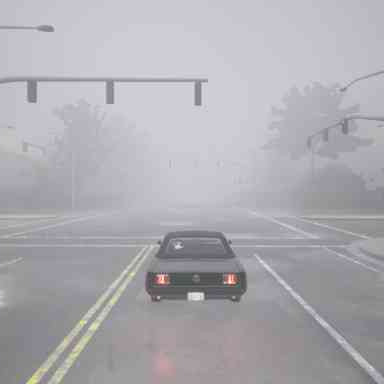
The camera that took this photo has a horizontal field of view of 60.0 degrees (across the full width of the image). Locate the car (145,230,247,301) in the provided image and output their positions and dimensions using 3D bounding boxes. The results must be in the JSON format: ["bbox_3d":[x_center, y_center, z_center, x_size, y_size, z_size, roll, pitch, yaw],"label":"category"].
[{"bbox_3d":[0.066,1.601,8.242,1.895,1.301,4.718,0,0,0],"label":"car"}]
